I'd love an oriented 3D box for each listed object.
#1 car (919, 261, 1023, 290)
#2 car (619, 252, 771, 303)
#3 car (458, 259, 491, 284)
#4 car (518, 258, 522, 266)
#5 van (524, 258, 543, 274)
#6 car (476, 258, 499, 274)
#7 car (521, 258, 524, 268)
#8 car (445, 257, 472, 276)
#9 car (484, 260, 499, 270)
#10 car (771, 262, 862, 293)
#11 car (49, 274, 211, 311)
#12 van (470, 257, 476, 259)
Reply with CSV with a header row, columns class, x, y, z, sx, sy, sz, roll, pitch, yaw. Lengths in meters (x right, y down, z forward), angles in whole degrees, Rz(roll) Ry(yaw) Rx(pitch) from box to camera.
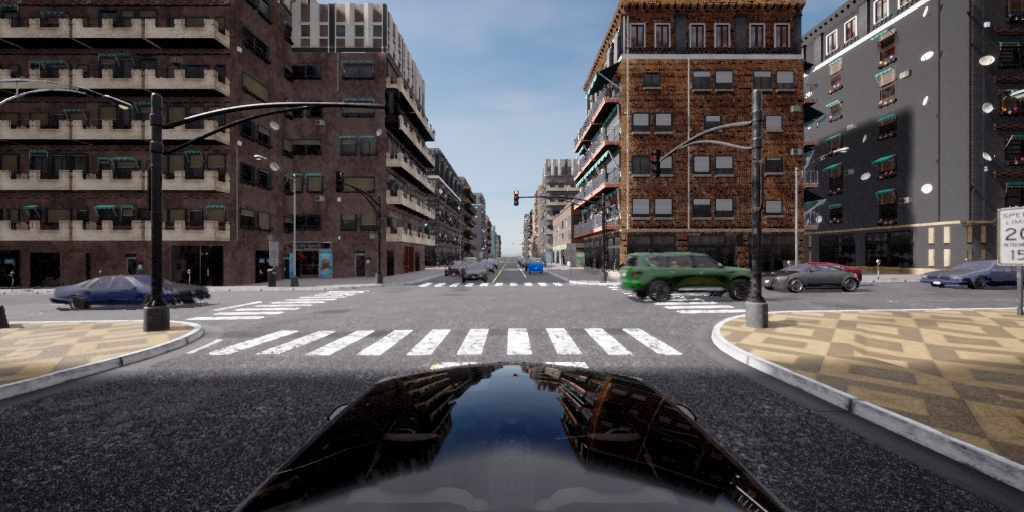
class,x,y,z,sx,sy,sz,roll,pitch,yaw
car,24.394,0.942,18.351,5.357,1.411,2.033,-1,0,0
car,7.492,0.852,15.458,5.566,2.045,2.150,-1,0,0
car,-2.798,1.253,27.635,1.837,1.490,4.892,0,0,-2
car,2.450,1.301,58.215,1.948,1.339,4.313,0,0,0
van,2.613,1.081,40.849,1.690,1.789,3.998,0,0,0
car,-2.930,1.288,41.682,2.033,1.411,5.357,0,0,0
car,2.565,1.284,47.053,1.888,1.381,4.507,0,0,0
car,-5.515,1.182,35.872,1.967,1.591,4.097,0,0,0
car,-2.943,1.338,52.469,1.895,1.301,4.718,0,0,0
car,15.026,1.088,18.325,4.181,1.385,1.994,-1,0,0
car,-16.255,1.500,15.398,5.357,1.411,2.033,-1,0,0
van,-5.504,1.079,47.036,1.690,1.789,3.998,0,0,0
